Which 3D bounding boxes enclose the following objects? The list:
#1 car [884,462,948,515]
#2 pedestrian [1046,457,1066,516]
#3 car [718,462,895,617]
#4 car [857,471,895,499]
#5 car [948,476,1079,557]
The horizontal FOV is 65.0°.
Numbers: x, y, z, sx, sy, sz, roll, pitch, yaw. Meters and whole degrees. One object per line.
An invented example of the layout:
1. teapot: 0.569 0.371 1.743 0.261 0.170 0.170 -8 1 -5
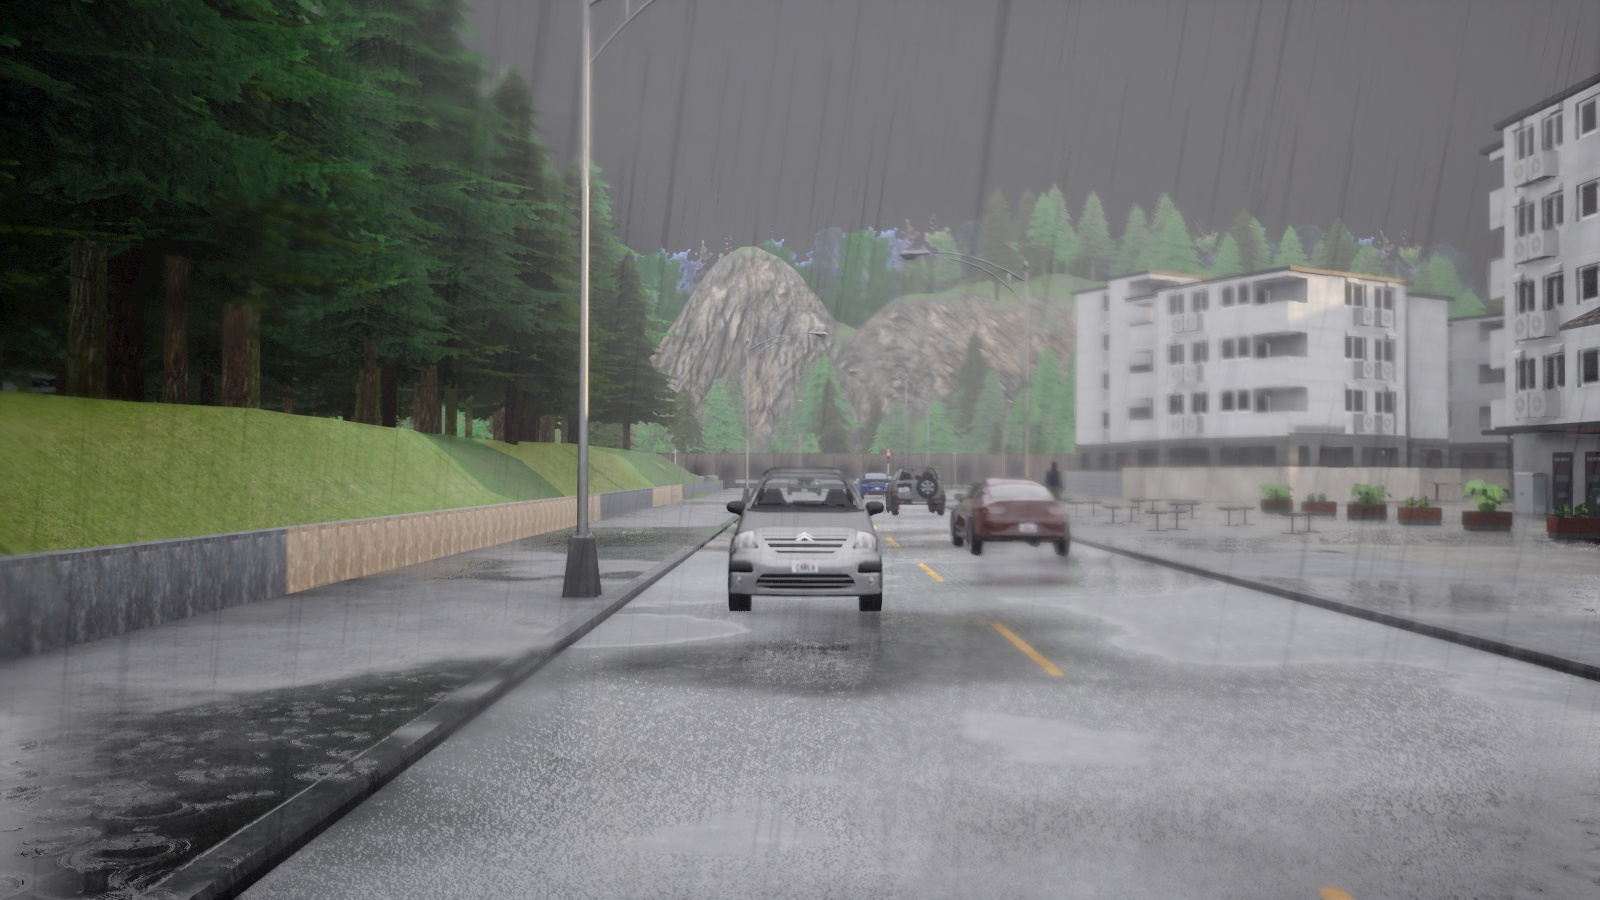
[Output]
1. car: 4.199 1.387 46.074 1.932 1.855 4.605 0 -1 0
2. pedestrian: 8.051 1.155 39.553 0.370 1.835 0.726 0 -1 -10
3. car: 0.075 0.967 15.168 1.851 1.617 3.988 0 -1 0
4. car: 4.302 1.983 72.072 1.882 1.535 5.008 0 -1 0
5. car: 4.115 1.241 24.884 1.812 1.442 4.674 0 -1 0
